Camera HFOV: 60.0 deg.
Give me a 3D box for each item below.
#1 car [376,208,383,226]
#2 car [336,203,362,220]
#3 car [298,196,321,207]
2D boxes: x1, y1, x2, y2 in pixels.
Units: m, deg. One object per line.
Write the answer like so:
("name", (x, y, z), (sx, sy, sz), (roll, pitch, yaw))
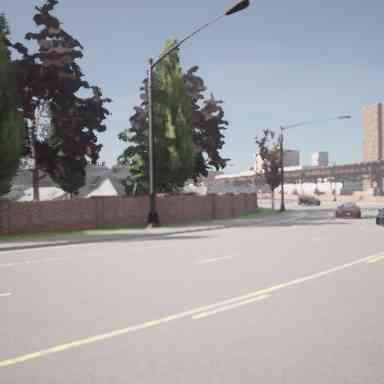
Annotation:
("car", (14.154, 1.633, 23.271), (1.994, 1.385, 4.181), (-1, -1, 34))
("car", (14.224, 1.706, 30.134), (1.994, 1.385, 4.181), (-1, -1, 27))
("car", (22.186, 1.701, 62.965), (2.150, 2.045, 5.566), (-1, -1, -9))
